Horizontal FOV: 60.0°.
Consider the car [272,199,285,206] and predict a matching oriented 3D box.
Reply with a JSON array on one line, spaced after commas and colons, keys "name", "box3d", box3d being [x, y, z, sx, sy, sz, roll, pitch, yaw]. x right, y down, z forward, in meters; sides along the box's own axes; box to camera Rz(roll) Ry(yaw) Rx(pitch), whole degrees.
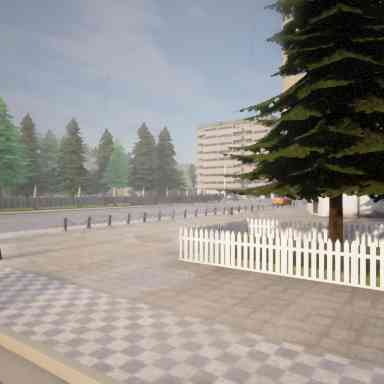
[{"name": "car", "box3d": [15.370, 1.352, 56.721, 2.097, 1.767, 4.553, 0, 0, 36]}]
